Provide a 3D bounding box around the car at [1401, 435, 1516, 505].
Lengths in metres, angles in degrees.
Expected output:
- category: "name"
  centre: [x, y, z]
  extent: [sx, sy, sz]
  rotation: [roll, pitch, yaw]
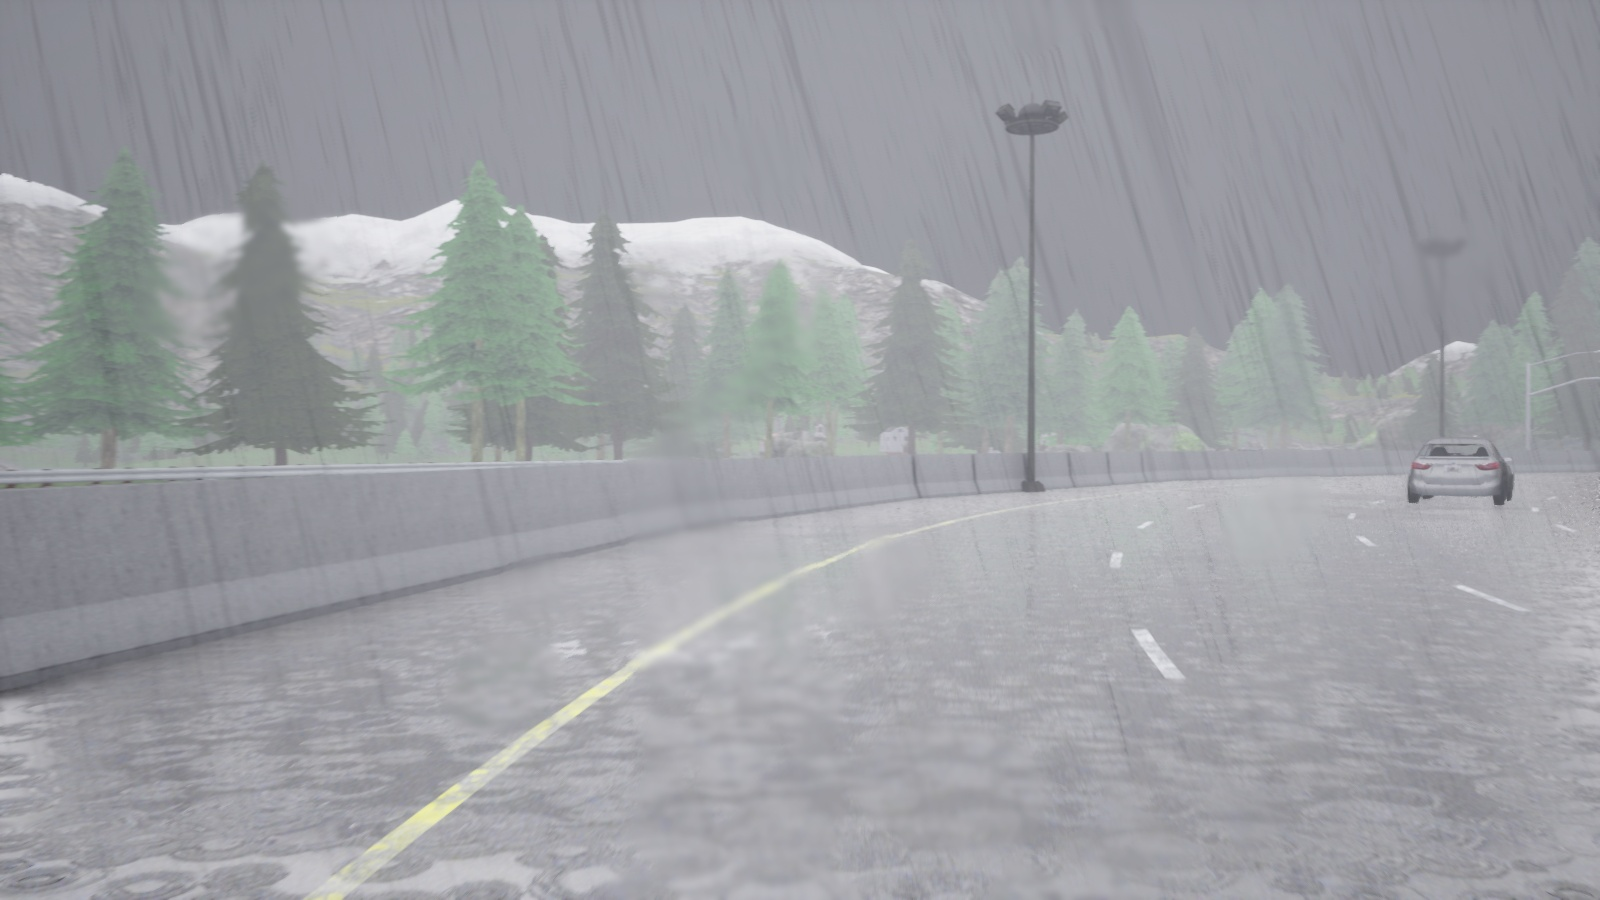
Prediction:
- category: "car"
  centre: [17.149, 0.468, 32.584]
  extent: [2.242, 1.667, 4.611]
  rotation: [0, 0, 32]
